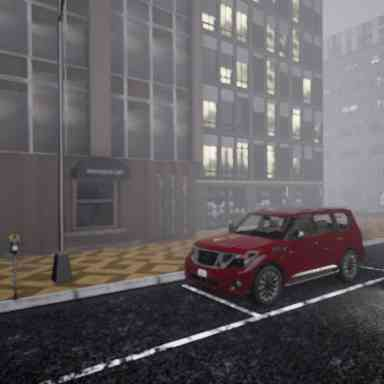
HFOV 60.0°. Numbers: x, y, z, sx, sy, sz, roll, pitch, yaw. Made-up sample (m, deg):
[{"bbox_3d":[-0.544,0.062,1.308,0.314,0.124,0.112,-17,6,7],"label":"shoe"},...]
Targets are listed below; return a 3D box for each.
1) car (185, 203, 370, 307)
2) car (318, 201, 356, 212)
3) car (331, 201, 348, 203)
[{"bbox_3d":[2.256,1.317,8.180,5.009,1.841,2.192,0,0,-35],"label":"car"},{"bbox_3d":[19.798,1.926,45.594,2.008,1.369,4.403,-2,0,-36],"label":"car"},{"bbox_3d":[16.492,1.874,35.939,1.752,1.417,4.829,-2,0,-36],"label":"car"}]
